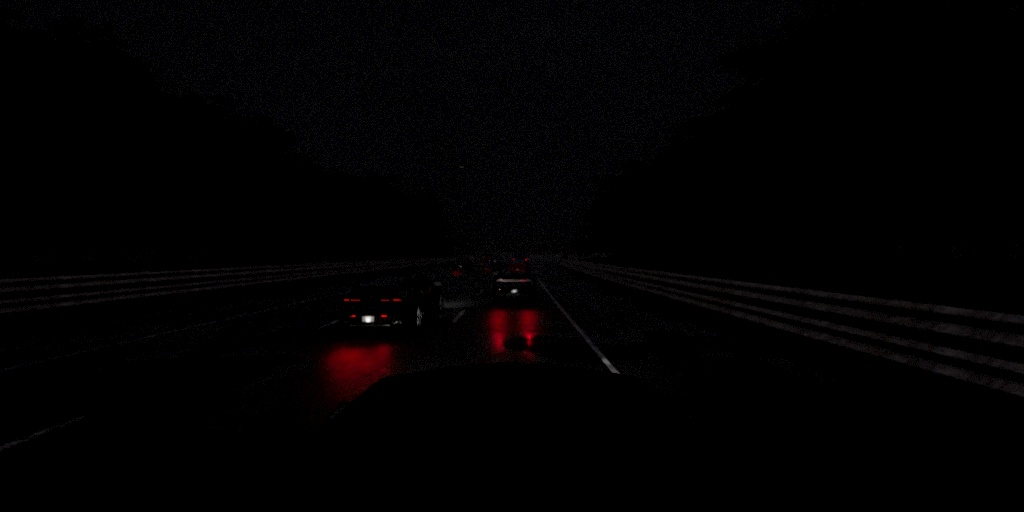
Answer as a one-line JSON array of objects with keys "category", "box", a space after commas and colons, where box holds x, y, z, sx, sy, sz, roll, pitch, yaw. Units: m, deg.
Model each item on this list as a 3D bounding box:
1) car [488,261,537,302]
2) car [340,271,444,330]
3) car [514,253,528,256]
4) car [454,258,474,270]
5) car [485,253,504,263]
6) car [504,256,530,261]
[{"category": "car", "box": [0.120, 1.156, 16.397, 2.128, 1.511, 4.902, 0, 0, 1]}, {"category": "car", "box": [-3.351, 1.199, 10.833, 1.837, 1.490, 4.892, 0, 1, 1]}, {"category": "car", "box": [1.203, 0.653, 50.371, 2.150, 2.045, 5.566, 0, 0, 3]}, {"category": "car", "box": [-5.974, 0.968, 44.907, 1.837, 1.490, 4.892, 0, 1, 3]}, {"category": "car", "box": [-2.175, 0.774, 50.772, 2.097, 1.767, 4.553, 0, 0, 3]}, {"category": "car", "box": [0.553, 1.030, 34.440, 1.882, 1.535, 5.008, 0, 0, 2]}]
